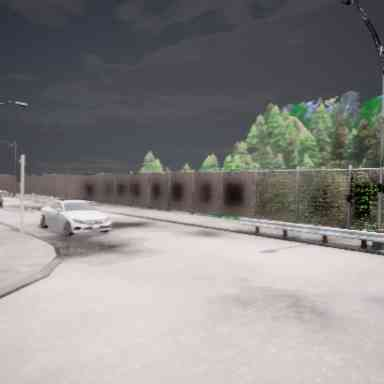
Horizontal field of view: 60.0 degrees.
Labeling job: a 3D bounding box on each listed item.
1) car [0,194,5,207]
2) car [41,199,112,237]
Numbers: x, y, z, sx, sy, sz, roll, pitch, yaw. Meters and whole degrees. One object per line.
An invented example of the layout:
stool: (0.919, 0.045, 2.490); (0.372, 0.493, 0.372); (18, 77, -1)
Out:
car: (-17.608, 0.521, 28.497); (1.812, 1.442, 4.674); (0, 2, -43)
car: (-5.483, 1.077, 15.348); (1.812, 1.442, 4.674); (0, 2, -43)
